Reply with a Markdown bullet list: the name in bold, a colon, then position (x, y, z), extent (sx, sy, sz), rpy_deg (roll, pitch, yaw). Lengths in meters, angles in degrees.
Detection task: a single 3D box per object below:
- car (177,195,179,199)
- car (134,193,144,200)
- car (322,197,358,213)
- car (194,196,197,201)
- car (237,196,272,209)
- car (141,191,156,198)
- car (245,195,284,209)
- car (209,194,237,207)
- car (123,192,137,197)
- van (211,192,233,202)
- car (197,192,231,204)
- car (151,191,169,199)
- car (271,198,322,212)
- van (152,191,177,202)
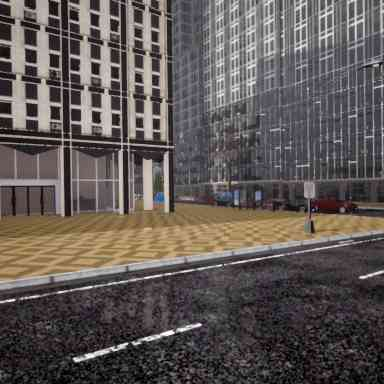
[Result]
- **car**: position (-4.343, 0.933, 72.911), extent (1.802, 1.307, 4.206), rpy_deg (0, 1, -34)
- **car**: position (-11.275, 1.037, 68.203), extent (2.008, 1.369, 4.403), rpy_deg (0, 1, -34)
- **car**: position (14.655, 1.313, 34.629), extent (1.882, 1.535, 5.008), rpy_deg (-1, 1, -34)
- **car**: position (2.045, 1.041, 63.508), extent (1.802, 1.307, 4.206), rpy_deg (-1, 1, -34)
- **car**: position (7.795, 1.386, 39.935), extent (1.802, 1.307, 4.206), rpy_deg (-1, 1, -34)
- **car**: position (-10.731, 0.683, 82.311), extent (1.967, 1.590, 4.097), rpy_deg (0, 1, -34)
- **car**: position (9.231, 1.225, 42.615), extent (1.882, 1.535, 5.008), rpy_deg (-1, 1, -34)
- **car**: position (4.650, 1.317, 44.668), extent (1.947, 1.339, 4.313), rpy_deg (-1, 1, -34)
- **car**: position (-17.119, 0.686, 91.715), extent (2.008, 1.369, 4.403), rpy_deg (0, 1, -34)
- **van**: position (5.238, 0.853, 58.804), extent (1.690, 1.788, 3.998), rpy_deg (-1, 1, -34)
- **car**: position (3.311, 1.004, 51.306), extent (2.097, 1.767, 4.553), rpy_deg (-1, 1, -35)
- **car**: position (-7.537, 0.612, 77.609), extent (2.192, 1.841, 5.009), rpy_deg (0, 1, -34)
- **car**: position (10.975, 1.422, 35.221), extent (1.947, 1.339, 4.313), rpy_deg (-1, 1, -34)
- **van**: position (-4.887, 0.935, 58.798), extent (1.690, 1.788, 3.998), rpy_deg (0, 1, -34)
